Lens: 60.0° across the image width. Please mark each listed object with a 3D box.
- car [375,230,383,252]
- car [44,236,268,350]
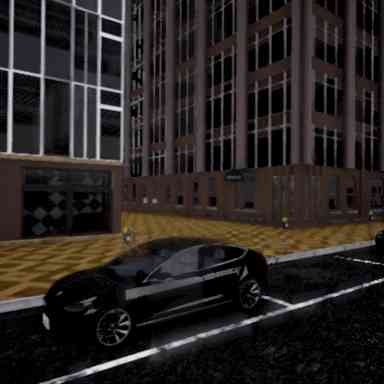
[{"bbox_3d":[8.851,1.611,12.868,4.313,1.339,1.947,0,0,-36],"label":"car"},{"bbox_3d":[-0.412,1.576,6.260,4.313,1.339,1.947,0,0,-36],"label":"car"}]
